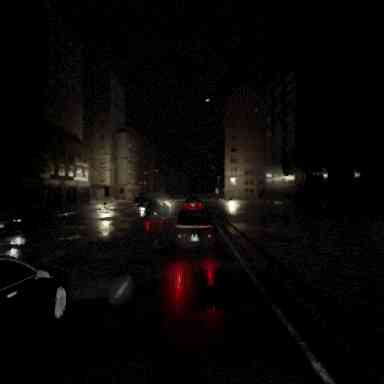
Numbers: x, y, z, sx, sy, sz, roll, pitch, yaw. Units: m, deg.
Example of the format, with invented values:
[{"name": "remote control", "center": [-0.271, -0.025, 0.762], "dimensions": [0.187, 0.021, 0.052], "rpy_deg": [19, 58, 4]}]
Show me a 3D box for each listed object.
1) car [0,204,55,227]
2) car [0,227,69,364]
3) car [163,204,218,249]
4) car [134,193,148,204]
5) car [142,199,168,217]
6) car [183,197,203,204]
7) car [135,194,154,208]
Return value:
[{"name": "car", "center": [-9.845, 1.500, 19.651], "dimensions": [2.128, 1.511, 4.902], "rpy_deg": [0, 0, 0]}, {"name": "car", "center": [-3.158, 1.512, 4.202], "dimensions": [1.837, 1.490, 4.892], "rpy_deg": [0, 0, 0]}, {"name": "car", "center": [0.101, 1.501, 14.672], "dimensions": [2.128, 1.511, 4.902], "rpy_deg": [0, 0, 0]}, {"name": "car", "center": [-9.395, 1.203, 62.768], "dimensions": [2.150, 2.045, 5.566], "rpy_deg": [0, 0, 2]}, {"name": "car", "center": [-3.143, 1.605, 31.038], "dimensions": [1.895, 1.301, 4.718], "rpy_deg": [0, 0, 0]}, {"name": "car", "center": [0.106, 1.355, 34.968], "dimensions": [2.097, 1.767, 4.553], "rpy_deg": [0, 0, 0]}, {"name": "car", "center": [-6.514, 1.472, 49.037], "dimensions": [2.128, 1.511, 4.902], "rpy_deg": [0, 0, 1]}]
